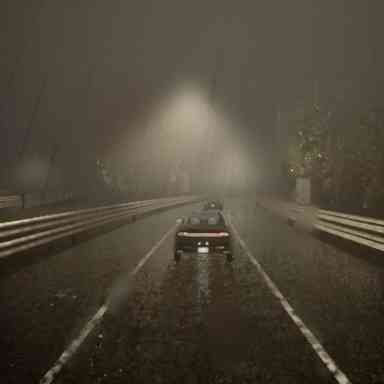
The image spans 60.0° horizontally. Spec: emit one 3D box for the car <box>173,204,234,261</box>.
[{"bbox_3d":[0.420,1.422,11.924,2.128,1.511,4.902,0,0,2],"label":"car"}]

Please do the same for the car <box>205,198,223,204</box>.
[{"bbox_3d":[2.372,1.334,36.062,1.994,1.385,4.181,0,0,7],"label":"car"}]
